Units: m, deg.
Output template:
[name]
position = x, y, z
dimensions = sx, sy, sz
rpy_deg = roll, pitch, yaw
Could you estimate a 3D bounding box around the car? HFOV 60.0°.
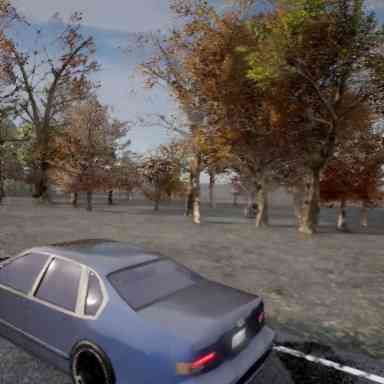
[car]
position = -1.583, 1.429, 4.804
dimensions = 5.357, 1.411, 2.033
rpy_deg = 2, 2, 35
